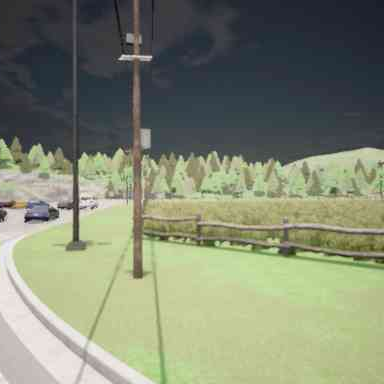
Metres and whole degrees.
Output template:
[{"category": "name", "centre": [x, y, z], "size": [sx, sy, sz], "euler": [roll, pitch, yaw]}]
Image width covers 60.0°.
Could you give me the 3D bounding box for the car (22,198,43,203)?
[{"category": "car", "centre": [-22.841, 1.963, 49.068], "size": [1.882, 1.535, 5.008], "euler": [0, -1, -8]}]

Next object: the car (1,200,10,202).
[{"category": "car", "centre": [-30.990, 2.066, 56.367], "size": [1.882, 1.535, 5.008], "euler": [0, 0, -8]}]

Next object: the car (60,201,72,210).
[{"category": "car", "centre": [-19.714, 2.033, 52.070], "size": [2.033, 1.411, 5.357], "euler": [0, 0, -8]}]

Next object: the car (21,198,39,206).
[{"category": "car", "centre": [-32.385, 1.979, 66.694], "size": [1.882, 1.535, 5.008], "euler": [0, 0, -8]}]

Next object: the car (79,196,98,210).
[{"category": "car", "centre": [-16.201, 1.686, 52.193], "size": [2.150, 2.045, 5.566], "euler": [0, 0, -8]}]

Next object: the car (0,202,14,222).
[{"category": "car", "centre": [-16.241, 1.791, 26.331], "size": [1.837, 1.490, 4.892], "euler": [0, -1, -8]}]

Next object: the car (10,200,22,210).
[{"category": "car", "centre": [-26.992, 2.022, 53.657], "size": [1.882, 1.535, 5.008], "euler": [0, 0, -8]}]

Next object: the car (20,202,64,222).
[{"category": "car", "centre": [-13.111, 1.851, 29.315], "size": [1.994, 1.385, 4.181], "euler": [0, 0, -8]}]
